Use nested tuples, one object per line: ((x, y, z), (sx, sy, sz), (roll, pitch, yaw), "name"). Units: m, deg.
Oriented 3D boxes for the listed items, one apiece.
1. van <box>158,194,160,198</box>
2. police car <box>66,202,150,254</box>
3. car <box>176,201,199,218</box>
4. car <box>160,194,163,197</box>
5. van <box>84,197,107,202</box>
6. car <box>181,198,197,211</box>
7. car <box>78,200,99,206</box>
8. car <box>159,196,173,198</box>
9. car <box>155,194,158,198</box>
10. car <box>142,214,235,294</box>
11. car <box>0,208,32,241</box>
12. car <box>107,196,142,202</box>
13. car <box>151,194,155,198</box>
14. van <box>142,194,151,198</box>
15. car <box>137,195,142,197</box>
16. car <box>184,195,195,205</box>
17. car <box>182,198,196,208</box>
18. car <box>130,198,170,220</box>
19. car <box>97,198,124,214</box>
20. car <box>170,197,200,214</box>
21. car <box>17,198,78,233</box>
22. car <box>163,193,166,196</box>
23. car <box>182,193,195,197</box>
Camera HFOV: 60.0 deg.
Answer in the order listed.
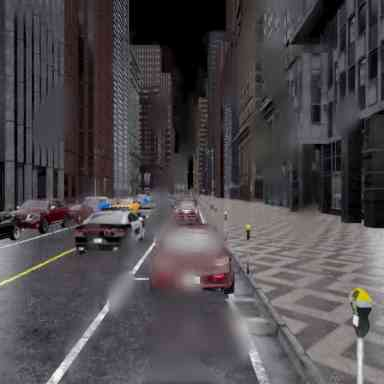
((-8.911, 1.345, 76.073), (1.690, 1.788, 3.998), (0, 0, 0), "van")
((-3.145, 1.424, 13.705), (1.930, 1.638, 5.238), (0, 0, 0), "police car")
((-0.385, 1.565, 30.990), (1.947, 1.339, 4.313), (0, 0, 0), "car")
((-8.911, 1.446, 81.710), (1.967, 1.590, 4.097), (0, 0, 0), "car")
((-8.911, 1.340, 30.980), (1.690, 1.788, 3.998), (0, 0, 0), "van")
((-0.385, 1.543, 42.263), (1.887, 1.381, 4.507), (0, 0, 0), "car")
((-8.910, 1.544, 25.344), (1.887, 1.381, 4.507), (0, 0, 0), "car")
((-3.052, 1.599, 45.011), (1.895, 1.301, 4.718), (0, 0, 0), "car")
((-8.911, 1.552, 70.437), (2.008, 1.369, 4.403), (0, 0, 0), "car")
((0.003, 1.525, 8.651), (1.812, 1.442, 4.674), (0, 0, 0), "car")
((-8.910, 1.565, 14.070), (1.947, 1.339, 4.313), (0, 0, 0), "car")
((-6.240, 1.476, 31.292), (1.882, 1.535, 5.008), (0, 0, 0), "car")
((-8.911, 1.525, 64.631), (1.752, 1.417, 4.829), (0, 0, 0), "car")
((-8.911, 1.340, 59.164), (1.690, 1.788, 3.998), (0, 0, 0), "van")
((-8.911, 1.439, 47.891), (1.967, 1.590, 4.097), (0, 0, 0), "car")
((-0.386, 1.439, 59.171), (1.967, 1.590, 4.097), (0, 0, 0), "car")
((-0.385, 1.564, 47.899), (1.947, 1.339, 4.313), (0, 0, 0), "car")
((-3.067, 1.492, 25.529), (2.128, 1.511, 4.902), (0, 0, 0), "car")
((-8.911, 1.439, 36.617), (1.967, 1.590, 4.097), (0, 0, 0), "car")
((-0.386, 1.439, 25.353), (1.967, 1.590, 4.097), (0, 0, 0), "car")
((-8.911, 1.314, 19.706), (2.192, 1.841, 5.009), (0, 0, 0), "car")
((-8.912, 1.324, 87.347), (2.192, 1.841, 5.009), (0, 0, 0), "car")
((-0.386, 1.314, 36.627), (2.192, 1.841, 5.009), (0, 0, 0), "car")
